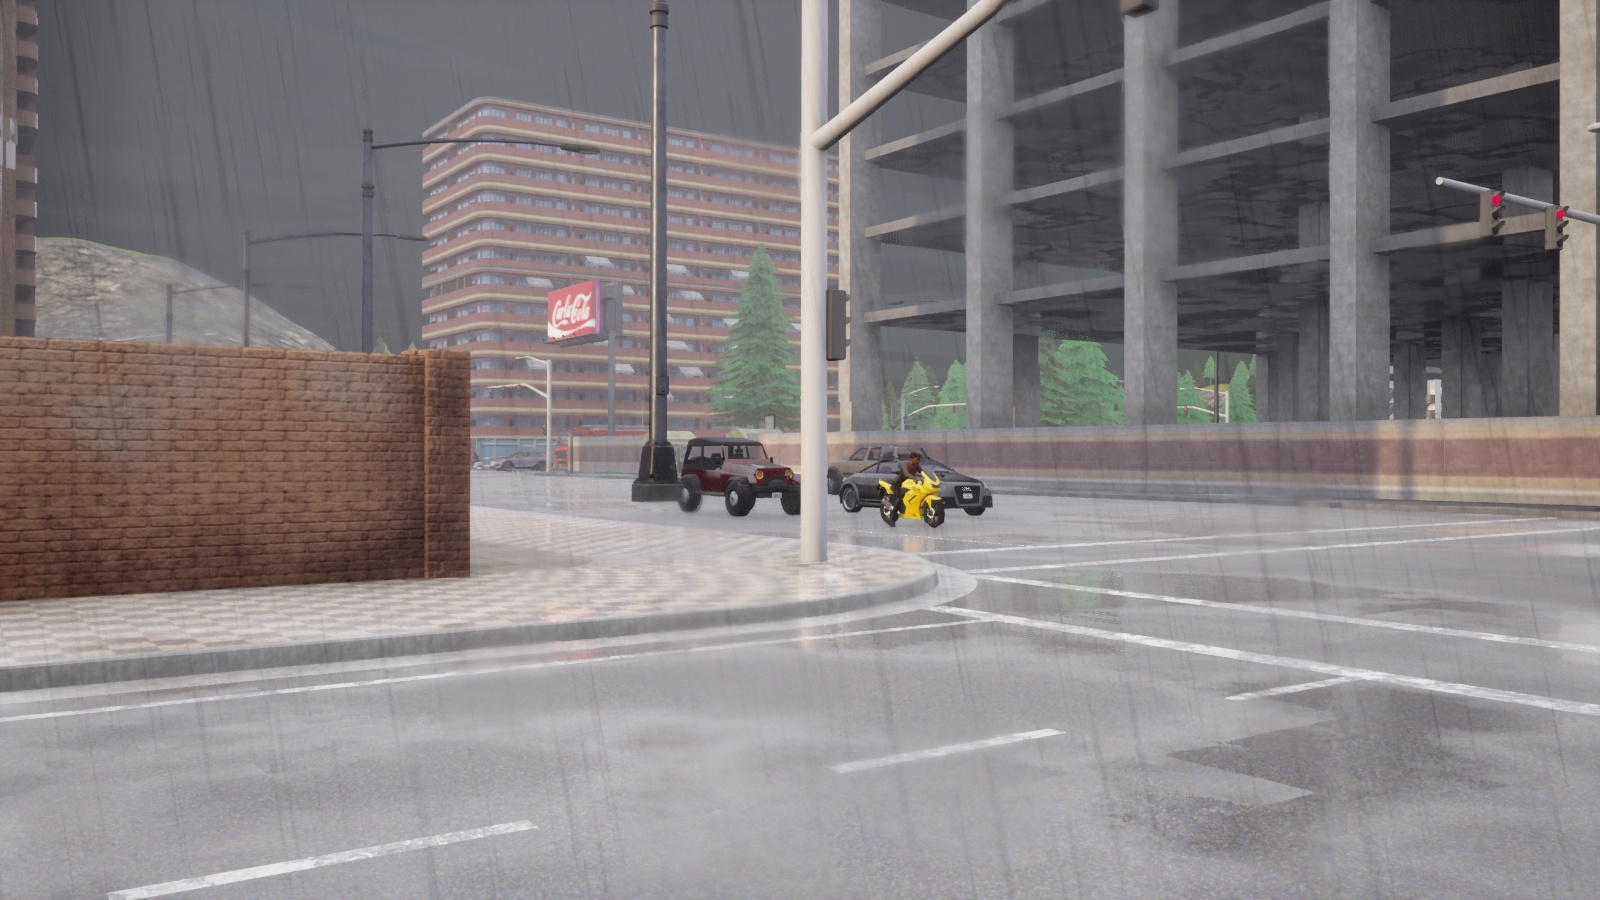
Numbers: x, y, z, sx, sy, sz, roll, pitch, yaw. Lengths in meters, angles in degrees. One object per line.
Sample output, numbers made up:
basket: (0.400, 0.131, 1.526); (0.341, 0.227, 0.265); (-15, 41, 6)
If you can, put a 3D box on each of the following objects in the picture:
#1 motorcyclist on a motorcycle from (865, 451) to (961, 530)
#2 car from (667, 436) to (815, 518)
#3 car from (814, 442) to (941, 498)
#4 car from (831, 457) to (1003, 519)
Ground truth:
motorcyclist on a motorcycle: (2.260, 0.784, 25.376); (0.797, 1.523, 2.044); (0, 0, -35)
car: (-1.511, 0.619, 30.884); (1.905, 1.878, 3.866); (0, 0, -34)
car: (2.614, 0.662, 43.467); (1.932, 1.855, 4.605); (0, 0, -34)
car: (2.787, 0.878, 30.800); (1.994, 1.385, 4.181); (0, 0, -34)
